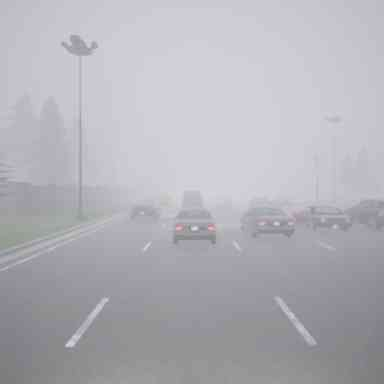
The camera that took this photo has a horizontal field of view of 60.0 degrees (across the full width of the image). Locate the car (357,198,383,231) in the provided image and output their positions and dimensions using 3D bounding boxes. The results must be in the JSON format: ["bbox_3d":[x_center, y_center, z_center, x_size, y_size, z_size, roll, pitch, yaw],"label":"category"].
[{"bbox_3d":[10.600,1.150,19.203,2.097,1.767,4.553,0,1,0],"label":"car"}]

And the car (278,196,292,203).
[{"bbox_3d":[10.585,1.187,39.750,1.895,1.301,4.718,0,1,0],"label":"car"}]

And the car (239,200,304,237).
[{"bbox_3d":[3.600,1.373,16.656,2.033,1.411,5.357,0,1,0],"label":"car"}]

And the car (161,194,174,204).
[{"bbox_3d":[-3.404,1.012,44.881,1.882,1.535,5.008,0,1,0],"label":"car"}]

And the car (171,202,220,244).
[{"bbox_3d":[0.100,1.391,14.966,2.033,1.411,5.357,0,1,0],"label":"car"}]

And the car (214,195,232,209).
[{"bbox_3d":[3.579,1.124,38.613,1.812,1.442,4.674,0,1,0],"label":"car"}]

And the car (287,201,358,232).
[{"bbox_3d":[7.100,1.405,18.706,1.895,1.301,4.718,0,1,0],"label":"car"}]

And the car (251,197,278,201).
[{"bbox_3d":[7.066,1.186,34.705,2.033,1.411,5.357,0,1,0],"label":"car"}]

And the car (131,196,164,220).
[{"bbox_3d":[-3.400,1.267,24.884,1.812,1.442,4.674,0,1,0],"label":"car"}]

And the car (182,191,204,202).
[{"bbox_3d":[0.072,0.851,35.906,2.150,2.045,5.566,0,1,0],"label":"car"}]
